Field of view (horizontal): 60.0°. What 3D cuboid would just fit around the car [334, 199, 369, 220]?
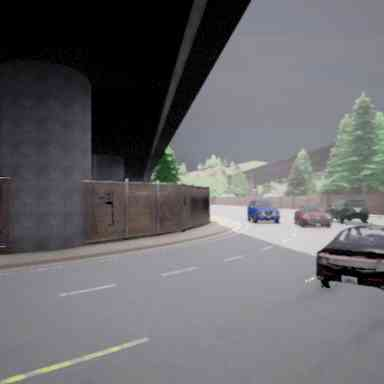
[{"bbox_3d":[13.521,1.663,29.304,2.150,2.045,5.566,-1,-1,5],"label":"car"}]

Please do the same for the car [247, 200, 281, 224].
[{"bbox_3d":[6.430,1.782,30.314,2.150,2.045,5.566,0,-1,1],"label":"car"}]

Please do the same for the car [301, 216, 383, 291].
[{"bbox_3d":[4.885,1.616,8.671,2.128,1.511,4.902,-2,-1,42],"label":"car"}]

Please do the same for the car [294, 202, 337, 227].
[{"bbox_3d":[9.268,1.777,25.736,2.097,1.767,4.553,-1,-1,9],"label":"car"}]
